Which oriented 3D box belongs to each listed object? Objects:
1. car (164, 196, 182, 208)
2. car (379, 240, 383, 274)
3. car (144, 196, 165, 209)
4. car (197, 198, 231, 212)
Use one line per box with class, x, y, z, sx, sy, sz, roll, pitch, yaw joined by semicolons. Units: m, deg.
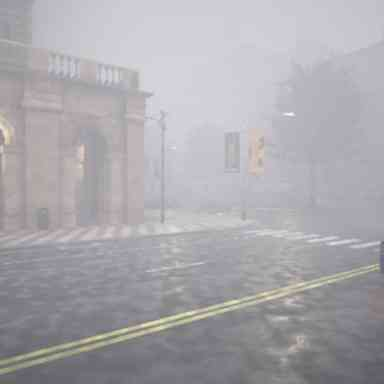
car;-3.380;1.359;46.842;2.097;1.767;4.553;0;0;-35
car;6.848;1.478;8.880;5.008;1.535;1.882;0;0;-39
car;-5.948;1.602;45.016;1.895;1.301;4.718;0;0;-35
car;2.482;1.510;38.531;1.837;1.490;4.892;0;0;-35
